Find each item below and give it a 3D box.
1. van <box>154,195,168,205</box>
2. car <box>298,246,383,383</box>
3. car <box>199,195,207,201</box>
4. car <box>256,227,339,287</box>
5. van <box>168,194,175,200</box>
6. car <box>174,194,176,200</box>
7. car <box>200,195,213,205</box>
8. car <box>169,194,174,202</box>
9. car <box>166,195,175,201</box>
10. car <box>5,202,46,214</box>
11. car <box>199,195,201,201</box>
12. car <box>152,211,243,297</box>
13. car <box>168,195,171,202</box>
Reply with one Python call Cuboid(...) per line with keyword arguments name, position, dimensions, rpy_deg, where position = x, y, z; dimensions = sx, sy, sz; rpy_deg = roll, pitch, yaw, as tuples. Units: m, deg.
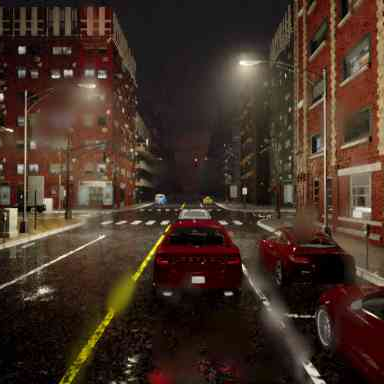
Cuboid(name="van", position=(-5.588, 1.359, 58.273), dimensions=(1.690, 1.788, 3.998), rpy_deg=(1, 0, 0))
Cuboid(name="car", position=(2.672, 1.583, 3.311), dimensions=(1.802, 1.307, 4.206), rpy_deg=(1, 0, 0))
Cuboid(name="car", position=(2.831, 1.597, 86.482), dimensions=(1.947, 1.339, 4.313), rpy_deg=(1, 0, 0))
Cuboid(name="car", position=(2.851, 1.584, 8.967), dimensions=(1.802, 1.307, 4.206), rpy_deg=(1, 0, 0))
Cuboid(name="van", position=(-5.537, 1.376, 92.186), dimensions=(1.690, 1.788, 3.998), rpy_deg=(1, 0, 0))
Cuboid(name="car", position=(-5.557, 1.553, 80.712), dimensions=(1.752, 1.417, 4.829), rpy_deg=(1, 0, 0))
Cuboid(name="car", position=(2.789, 1.543, 58.391), dimensions=(1.752, 1.417, 4.829), rpy_deg=(1, 0, 0))
Cuboid(name="car", position=(-5.566, 1.607, 75.229), dimensions=(1.802, 1.307, 4.206), rpy_deg=(1, 0, 0))
Cuboid(name="car", position=(-5.549, 1.582, 86.534), dimensions=(2.008, 1.369, 4.403), rpy_deg=(1, 0, 0))
Cuboid(name="car", position=(-18.655, 1.730, 37.382), dimensions=(4.313, 1.339, 1.947), rpy_deg=(0, -1, 0))
Cuboid(name="car", position=(2.823, 1.572, 80.831), dimensions=(1.887, 1.381, 4.507), rpy_deg=(1, 0, 0))
Cuboid(name="car", position=(0.111, 1.480, 8.649), dimensions=(1.882, 1.535, 5.008), rpy_deg=(0, 0, 0))
Cuboid(name="car", position=(-5.583, 1.602, 63.925), dimensions=(1.802, 1.307, 4.206), rpy_deg=(1, 0, 0))
